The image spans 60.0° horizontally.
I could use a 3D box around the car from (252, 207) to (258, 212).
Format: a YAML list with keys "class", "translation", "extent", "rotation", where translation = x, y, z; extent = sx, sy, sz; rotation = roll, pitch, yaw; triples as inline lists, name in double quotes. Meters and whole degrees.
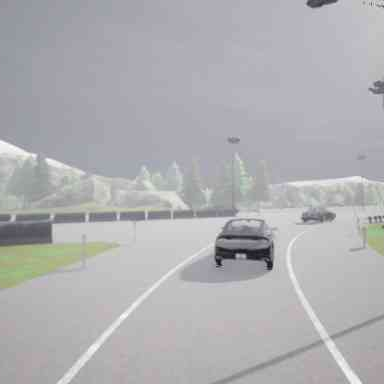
- class: "car"
  translation: [15.787, 3.889, 75.484]
  extent: [4.674, 1.442, 1.812]
  rotation: [1, -3, -33]

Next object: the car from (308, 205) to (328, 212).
- class: "car"
  translation: [30.858, 3.983, 81.234]
  extent: [4.902, 1.511, 2.128]
  rotation: [1, -3, -33]

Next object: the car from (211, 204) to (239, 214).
- class: "car"
  translation: [6.383, 3.379, 60.954]
  extent: [4.892, 1.490, 1.837]
  rotation: [1, -3, -33]

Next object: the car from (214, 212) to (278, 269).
- class: "car"
  translation: [2.017, 1.692, 11.959]
  extent: [2.128, 1.511, 4.902]
  rotation: [0, -1, 14]

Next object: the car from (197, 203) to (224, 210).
- class: "car"
  translation: [4.400, 3.232, 63.815]
  extent: [5.566, 2.045, 2.150]
  rotation: [1, -3, -33]

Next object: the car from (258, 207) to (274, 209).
- class: "car"
  translation: [17.651, 3.769, 72.523]
  extent: [5.357, 1.411, 2.033]
  rotation: [1, -3, -33]

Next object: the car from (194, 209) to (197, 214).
- class: "car"
  translation: [2.571, 3.687, 67.190]
  extent: [4.674, 1.442, 1.812]
  rotation: [0, -2, -26]

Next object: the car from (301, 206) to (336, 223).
- class: "car"
  translation: [12.432, 2.245, 32.563]
  extent: [2.033, 1.411, 5.357]
  rotation: [-2, -3, 40]
